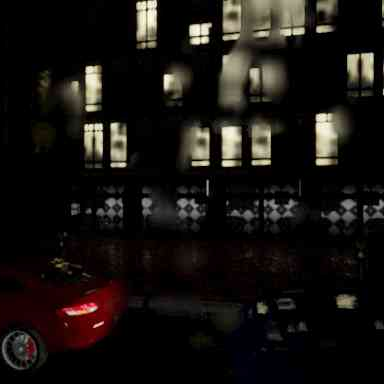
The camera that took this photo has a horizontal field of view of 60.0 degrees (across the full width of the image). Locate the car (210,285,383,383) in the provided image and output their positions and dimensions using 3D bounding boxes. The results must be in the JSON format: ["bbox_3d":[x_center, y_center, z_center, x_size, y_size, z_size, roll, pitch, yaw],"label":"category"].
[{"bbox_3d":[2.847,1.226,1.994,5.566,2.045,2.150,0,0,12],"label":"car"}]

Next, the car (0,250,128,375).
[{"bbox_3d":[-3.063,1.574,5.060,4.206,1.307,1.802,0,0,12],"label":"car"}]
